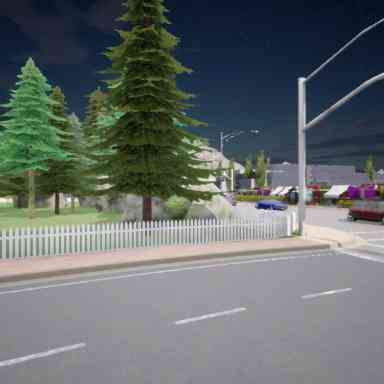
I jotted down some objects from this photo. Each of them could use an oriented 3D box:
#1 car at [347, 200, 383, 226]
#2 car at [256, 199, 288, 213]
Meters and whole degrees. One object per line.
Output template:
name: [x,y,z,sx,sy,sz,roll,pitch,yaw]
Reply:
car: [13.407,1.408,23.737,2.097,1.767,4.553,0,0,-17]
car: [9.109,1.533,38.197,1.882,1.535,5.008,0,0,-16]
